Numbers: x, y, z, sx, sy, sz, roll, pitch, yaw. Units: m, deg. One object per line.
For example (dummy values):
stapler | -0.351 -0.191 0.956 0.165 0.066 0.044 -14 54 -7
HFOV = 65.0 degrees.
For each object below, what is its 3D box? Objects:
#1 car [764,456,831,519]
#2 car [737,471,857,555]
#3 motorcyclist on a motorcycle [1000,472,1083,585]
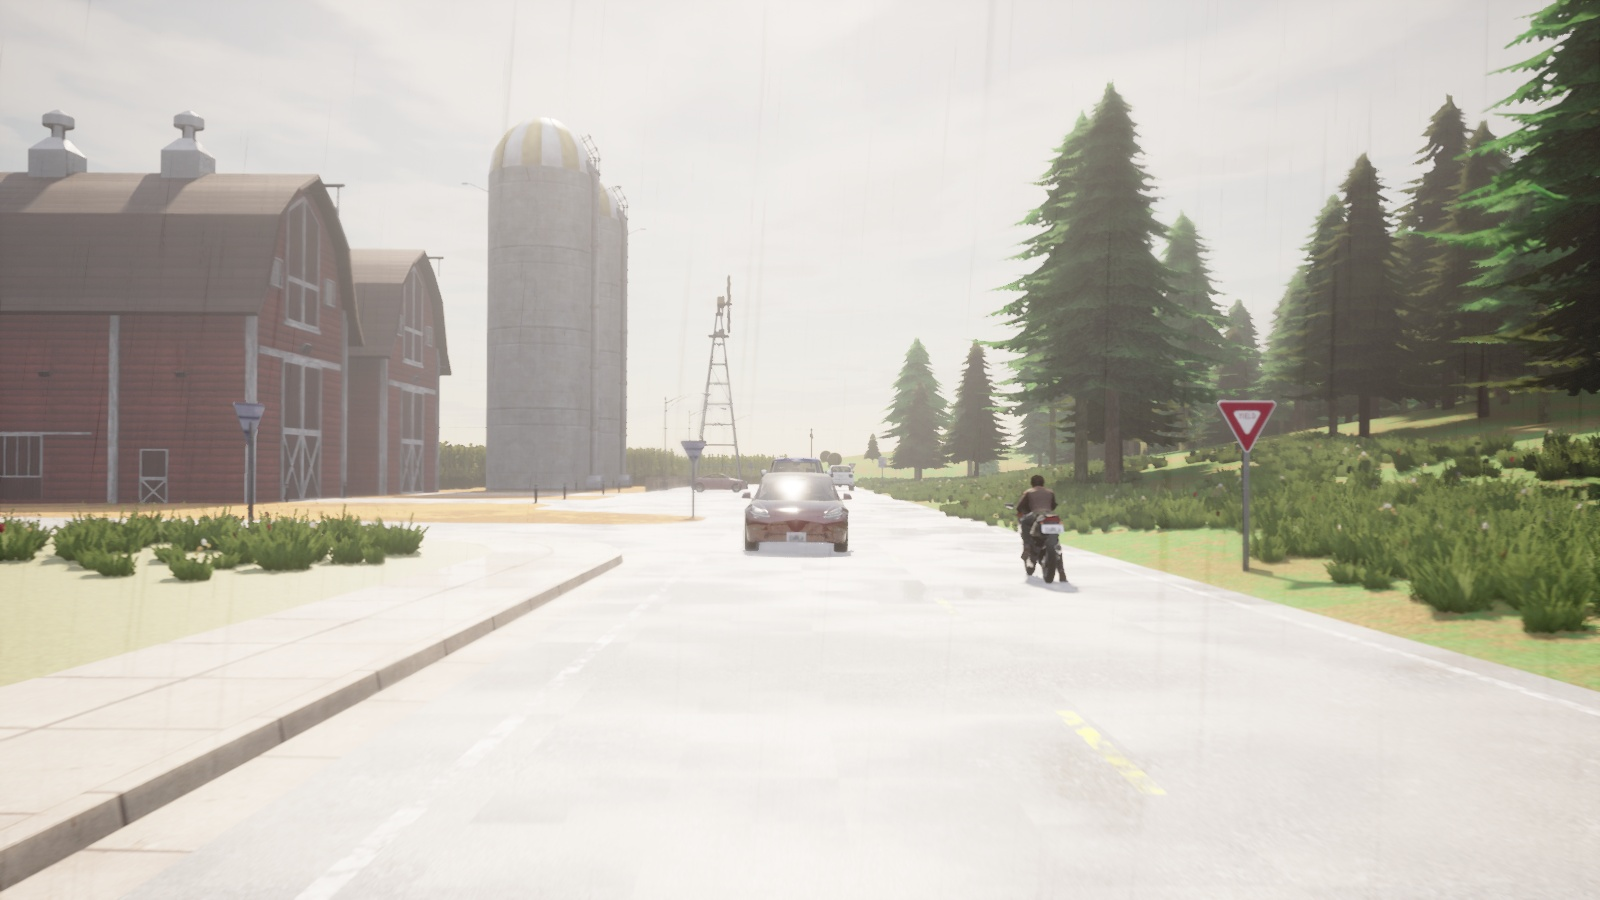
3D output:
car | -0.109 1.259 43.262 2.150 2.045 5.566 0 -1 0
car | -0.059 1.183 25.127 2.163 1.488 4.792 0 -1 0
motorcyclist on a motorcycle | 3.455 1.087 18.147 0.797 1.523 2.044 0 -1 0
